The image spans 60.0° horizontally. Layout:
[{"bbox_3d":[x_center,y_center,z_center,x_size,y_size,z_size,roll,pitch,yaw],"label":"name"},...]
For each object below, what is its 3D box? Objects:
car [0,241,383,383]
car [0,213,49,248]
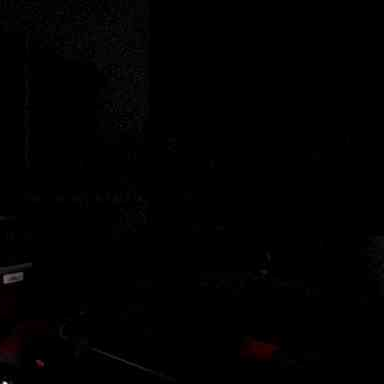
[{"bbox_3d":[-0.066,1.439,3.007,4.097,1.590,1.967,0,0,35],"label":"car"},{"bbox_3d":[-4.499,1.313,6.156,5.009,1.841,2.192,0,0,35],"label":"car"}]
